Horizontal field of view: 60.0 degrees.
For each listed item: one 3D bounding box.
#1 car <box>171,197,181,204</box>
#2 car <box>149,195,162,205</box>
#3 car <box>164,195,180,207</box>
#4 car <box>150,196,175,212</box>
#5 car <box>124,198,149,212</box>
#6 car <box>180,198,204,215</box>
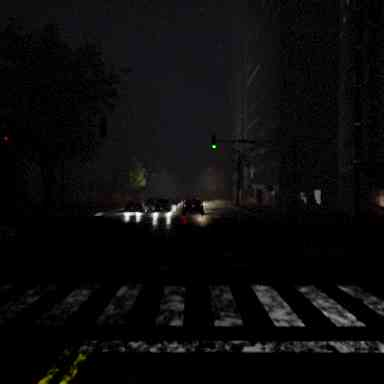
[{"bbox_3d":[-3.241,1.660,68.390,1.994,1.385,4.181,0,0,0],"label":"car"},{"bbox_3d":[-6.543,1.556,54.989,1.882,1.535,5.008,0,0,0],"label":"car"},{"bbox_3d":[-3.302,1.640,53.760,1.994,1.385,4.181,0,0,0],"label":"car"},{"bbox_3d":[-3.332,1.547,38.749,1.837,1.490,4.892,0,1,0],"label":"car"},{"bbox_3d":[-6.582,1.609,38.531,1.994,1.385,4.181,0,0,0],"label":"car"},{"bbox_3d":[0.105,1.390,34.140,2.097,1.767,4.553,0,0,0],"label":"car"}]
